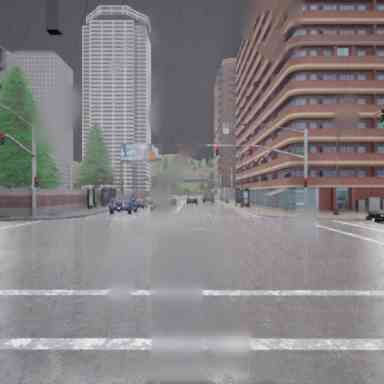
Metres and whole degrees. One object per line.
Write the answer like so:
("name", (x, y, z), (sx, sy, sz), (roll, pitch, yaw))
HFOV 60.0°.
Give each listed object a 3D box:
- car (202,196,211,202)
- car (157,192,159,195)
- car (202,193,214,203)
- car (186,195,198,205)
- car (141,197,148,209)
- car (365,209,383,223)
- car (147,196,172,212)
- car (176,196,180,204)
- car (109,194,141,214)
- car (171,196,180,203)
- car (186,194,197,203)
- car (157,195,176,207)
("car", (3.397, 1.576, 78.268), (1.895, 1.301, 4.718), (0, 0, 0))
("car", (-7.091, 1.352, 69.254), (2.097, 1.767, 4.553), (0, 0, 0))
("car", (3.410, 1.221, 68.701), (2.150, 2.045, 5.566), (0, 0, 0))
("car", (0.024, 1.477, 59.495), (1.882, 1.535, 5.008), (0, 0, 0))
("car", (-7.159, 1.547, 45.470), (2.033, 1.411, 5.357), (0, 0, 0))
("car", (15.001, 1.492, 23.271), (5.357, 1.411, 2.033), (0, 0, -12))
("car", (-3.648, 1.526, 38.279), (1.812, 1.442, 4.674), (0, 0, 0))
("car", (-3.656, 1.547, 57.941), (2.033, 1.411, 5.357), (0, 0, 0))
("car", (-7.147, 1.222, 35.220), (2.150, 2.045, 5.566), (0, 0, 0))
("car", (-3.595, 1.510, 72.145), (1.812, 1.442, 4.674), (0, 0, 0))
("car", (-0.091, 1.352, 69.487), (2.097, 1.767, 4.553), (0, 0, 0))
("car", (-3.654, 1.526, 47.376), (1.812, 1.442, 4.674), (0, 0, 0))
